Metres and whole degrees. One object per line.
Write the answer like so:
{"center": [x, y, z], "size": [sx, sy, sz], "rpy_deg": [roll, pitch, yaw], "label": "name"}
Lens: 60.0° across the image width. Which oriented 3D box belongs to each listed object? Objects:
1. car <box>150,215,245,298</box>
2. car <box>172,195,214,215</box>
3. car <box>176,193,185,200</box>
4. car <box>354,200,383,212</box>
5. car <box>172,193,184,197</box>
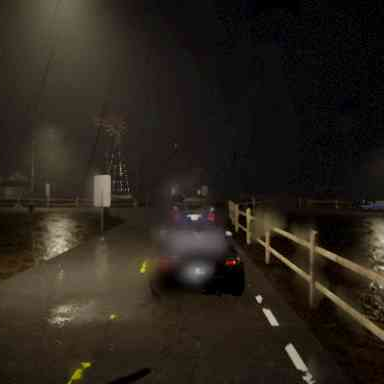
{"center": [0.112, 1.499, 8.427], "size": [1.994, 1.385, 4.181], "rpy_deg": [0, 0, 0], "label": "car"}
{"center": [0.118, 1.230, 17.499], "size": [2.097, 1.767, 4.553], "rpy_deg": [0, 0, 0], "label": "car"}
{"center": [-2.647, 1.029, 77.936], "size": [2.097, 1.767, 4.553], "rpy_deg": [0, 0, 0], "label": "car"}
{"center": [21.936, 1.684, 38.761], "size": [5.357, 1.411, 2.033], "rpy_deg": [1, -1, 0], "label": "car"}
{"center": [-2.707, 1.170, 62.916], "size": [1.882, 1.535, 5.008], "rpy_deg": [0, 0, 1], "label": "car"}
